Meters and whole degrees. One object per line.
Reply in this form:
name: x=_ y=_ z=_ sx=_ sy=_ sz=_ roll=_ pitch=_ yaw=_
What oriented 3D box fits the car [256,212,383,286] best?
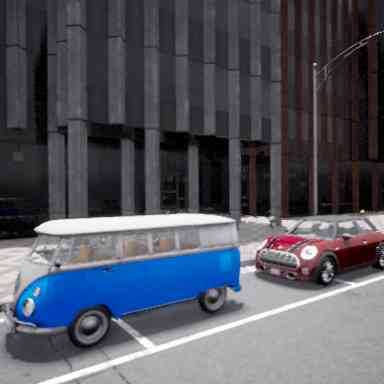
car: x=3.651 y=1.404 z=9.253 sx=4.097 sy=1.590 sz=1.967 roll=0 pitch=0 yaw=-35

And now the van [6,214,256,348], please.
van: x=-0.939 y=1.330 z=5.981 sx=3.998 sy=1.788 sz=1.690 roll=0 pitch=0 yaw=-35
